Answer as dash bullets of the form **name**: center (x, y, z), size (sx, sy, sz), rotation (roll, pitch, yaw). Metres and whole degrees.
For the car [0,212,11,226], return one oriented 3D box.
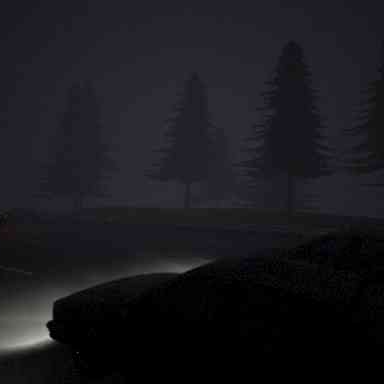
- **car**: center (-13.567, 1.519, 20.665), size (4.718, 1.301, 1.895), rotation (0, 1, 28)

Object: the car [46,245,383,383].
- **car**: center (0.629, 1.495, 3.748), size (5.357, 1.411, 2.033), rotation (0, 1, 35)

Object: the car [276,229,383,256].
- **car**: center (3.091, 1.442, 6.282), size (5.357, 1.411, 2.033), rotation (0, 1, 35)
